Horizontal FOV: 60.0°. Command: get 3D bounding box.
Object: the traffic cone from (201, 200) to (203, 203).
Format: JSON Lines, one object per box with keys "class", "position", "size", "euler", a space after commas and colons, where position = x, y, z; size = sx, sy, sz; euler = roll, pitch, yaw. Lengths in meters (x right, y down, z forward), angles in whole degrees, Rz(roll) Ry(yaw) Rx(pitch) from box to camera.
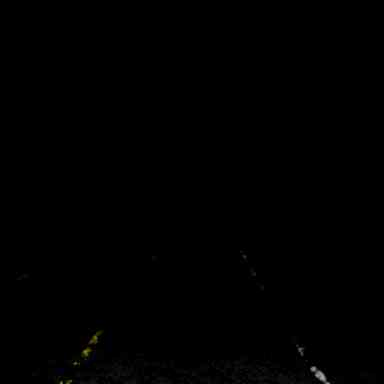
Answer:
{"class": "traffic cone", "position": [1.657, 1.540, 56.941], "size": [0.340, 0.580, 0.340], "euler": [0, 0, 12]}
